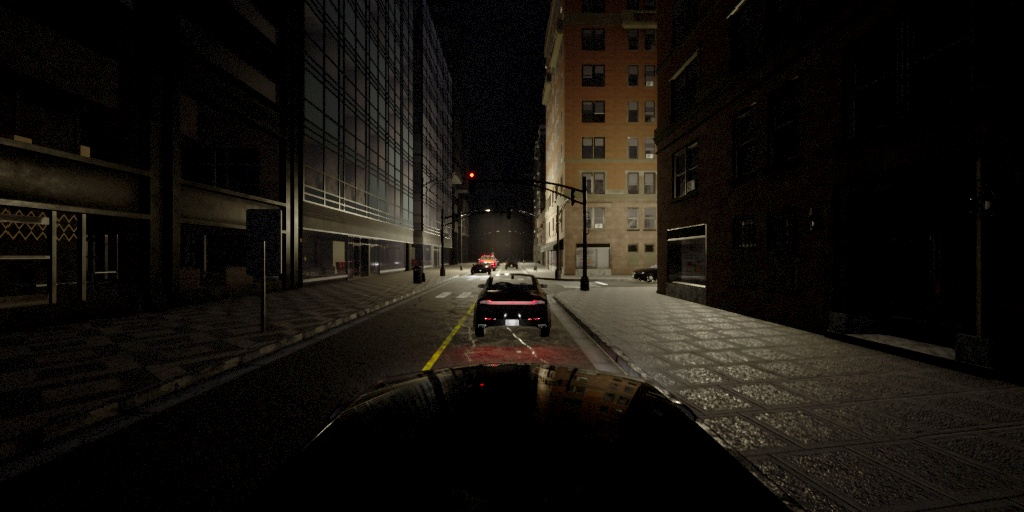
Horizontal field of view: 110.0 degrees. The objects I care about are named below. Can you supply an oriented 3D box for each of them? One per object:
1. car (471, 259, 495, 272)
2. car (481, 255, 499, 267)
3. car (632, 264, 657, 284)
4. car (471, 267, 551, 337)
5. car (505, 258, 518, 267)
[{"bbox_3d":[-3.210,1.290,38.129,1.994,1.385,4.181,0,0,0],"label":"car"},{"bbox_3d":[-3.232,0.940,47.548,2.150,2.045,5.566,0,0,0],"label":"car"},{"bbox_3d":[11.256,1.197,26.087,4.902,1.511,2.128,0,0,0],"label":"car"},{"bbox_3d":[0.016,1.240,10.256,2.128,1.511,4.902,0,0,0],"label":"car"},{"bbox_3d":[-0.073,1.236,56.026,1.812,1.442,4.674,0,0,0],"label":"car"}]
